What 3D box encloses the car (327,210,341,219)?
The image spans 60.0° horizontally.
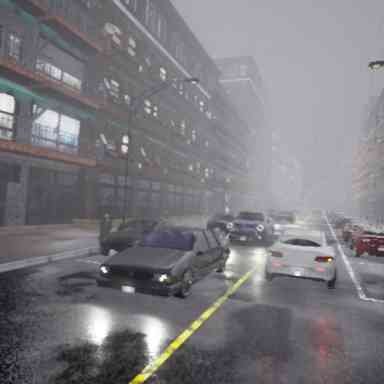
[{"bbox_3d":[24.396,3.817,57.438,2.008,1.369,4.403,3,-1,21],"label":"car"}]

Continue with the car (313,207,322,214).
[{"bbox_3d":[31.510,4.534,83.507,2.128,1.511,4.902,2,-1,21],"label":"car"}]

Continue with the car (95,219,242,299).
[{"bbox_3d":[-0.322,1.670,9.190,2.033,1.411,5.357,2,-1,21],"label":"car"}]

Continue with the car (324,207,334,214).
[{"bbox_3d":[34.534,4.727,83.854,1.967,1.590,4.097,3,-1,21],"label":"car"}]

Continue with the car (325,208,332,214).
[{"bbox_3d":[22.376,3.503,52.157,1.967,1.590,4.097,3,-1,21],"label":"car"}]

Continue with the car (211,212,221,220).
[{"bbox_3d":[2.409,2.109,23.511,1.947,1.339,4.313,3,-1,21],"label":"car"}]

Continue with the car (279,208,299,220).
[{"bbox_3d":[10.446,2.797,37.089,1.895,1.301,4.718,2,-1,22],"label":"car"}]

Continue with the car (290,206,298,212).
[{"bbox_3d":[26.668,4.505,86.741,1.752,1.417,4.829,3,-1,21],"label":"car"}]

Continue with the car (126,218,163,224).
[{"bbox_3d":[-1.764,1.700,12.988,1.947,1.339,4.313,3,-1,21],"label":"car"}]

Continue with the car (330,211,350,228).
[{"bbox_3d":[14.264,2.795,31.025,1.887,1.381,4.507,3,-1,21],"label":"car"}]

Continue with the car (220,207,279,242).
[{"bbox_3d":[3.376,1.844,18.802,2.097,1.767,4.553,2,-1,21],"label":"car"}]

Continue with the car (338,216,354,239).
[{"bbox_3d":[10.213,2.426,20.460,1.802,1.307,4.206,3,-1,21],"label":"car"}]

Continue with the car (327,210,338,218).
[{"bbox_3d":[26.420,4.052,62.720,1.802,1.307,4.206,3,-1,21],"label":"car"}]

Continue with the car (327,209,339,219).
[{"bbox_3d":[18.317,3.206,41.590,2.008,1.369,4.403,3,-1,21],"label":"car"}]

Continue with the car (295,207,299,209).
[{"bbox_3d":[24.701,4.327,81.617,1.887,1.381,4.507,3,-1,21],"label":"car"}]

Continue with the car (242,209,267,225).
[{"bbox_3d":[6.461,2.531,34.072,1.802,1.307,4.206,3,-1,21],"label":"car"}]

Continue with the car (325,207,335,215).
[{"bbox_3d":[32.508,4.523,78.571,1.967,1.590,4.097,3,-1,21],"label":"car"}]

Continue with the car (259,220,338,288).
[{"bbox_3d":[3.450,1.849,10.371,1.812,1.442,4.674,2,-1,21],"label":"car"}]

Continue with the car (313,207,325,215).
[{"bbox_3d":[27.699,4.277,73.585,2.033,1.411,5.357,2,-1,21],"label":"car"}]

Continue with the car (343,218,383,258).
[{"bbox_3d":[8.255,2.189,15.153,1.887,1.381,4.507,3,-1,21],"label":"car"}]

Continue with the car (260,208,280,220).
[{"bbox_3d":[10.515,2.921,44.638,1.947,1.339,4.313,3,-1,21],"label":"car"}]
